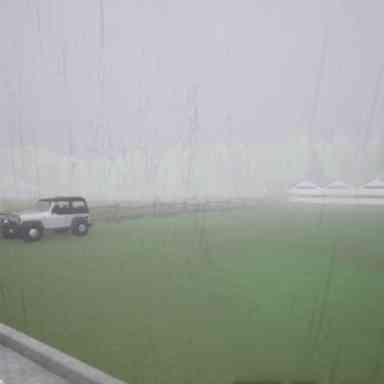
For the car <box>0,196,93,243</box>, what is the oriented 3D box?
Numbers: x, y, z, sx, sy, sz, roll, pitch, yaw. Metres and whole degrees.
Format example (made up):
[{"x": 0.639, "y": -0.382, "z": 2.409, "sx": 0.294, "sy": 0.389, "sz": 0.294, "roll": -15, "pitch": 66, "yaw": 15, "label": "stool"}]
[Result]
[{"x": -6.435, "y": 1.147, "z": 15.120, "sx": 1.905, "sy": 1.878, "sz": 3.866, "roll": 0, "pitch": 0, "yaw": 35, "label": "car"}]
